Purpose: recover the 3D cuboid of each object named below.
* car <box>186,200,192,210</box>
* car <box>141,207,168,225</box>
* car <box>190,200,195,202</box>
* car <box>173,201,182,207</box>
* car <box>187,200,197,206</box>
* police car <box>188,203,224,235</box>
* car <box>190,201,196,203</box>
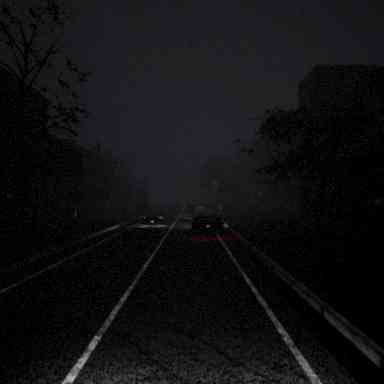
[{"bbox_3d":[-0.004,2.272,56.891,2.128,1.511,4.902,0,-1,0],"label":"car"},{"bbox_3d":[-3.102,1.957,28.595,2.033,1.411,5.357,0,-1,0],"label":"car"},{"bbox_3d":[0.897,2.011,37.053,1.882,1.535,5.008,0,-1,0],"label":"car"},{"bbox_3d":[-3.005,2.461,69.268,1.895,1.301,4.718,0,0,0],"label":"car"},{"bbox_3d":[-0.005,2.358,71.919,1.895,1.301,4.718,0,0,0],"label":"car"},{"bbox_3d":[0.898,1.726,21.166,1.930,1.638,5.238,0,-1,0],"label":"police car"},{"bbox_3d":[0.898,1.923,31.054,1.882,1.535,5.008,0,-1,0],"label":"car"}]
